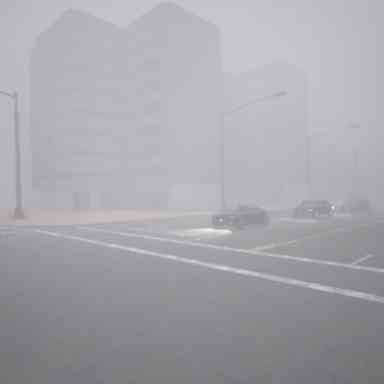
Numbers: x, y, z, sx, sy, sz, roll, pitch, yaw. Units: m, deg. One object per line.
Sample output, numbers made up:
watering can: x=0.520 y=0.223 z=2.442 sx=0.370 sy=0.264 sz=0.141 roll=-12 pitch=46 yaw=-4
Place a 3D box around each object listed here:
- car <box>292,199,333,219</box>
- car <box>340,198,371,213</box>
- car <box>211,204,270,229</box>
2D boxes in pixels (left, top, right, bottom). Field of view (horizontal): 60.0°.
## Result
car: x=10.265 y=1.378 z=28.072 sx=1.837 sy=1.490 sz=4.892 roll=-1 pitch=-1 yaw=45
car: x=17.382 y=1.398 z=35.331 sx=2.128 sy=1.511 sz=4.902 roll=-1 pitch=-1 yaw=45
car: x=3.066 y=1.460 z=20.715 sx=1.994 sy=1.385 sz=4.181 roll=-1 pitch=0 yaw=45
